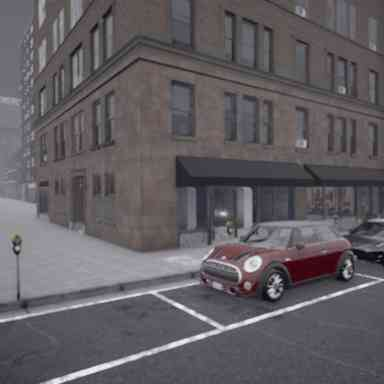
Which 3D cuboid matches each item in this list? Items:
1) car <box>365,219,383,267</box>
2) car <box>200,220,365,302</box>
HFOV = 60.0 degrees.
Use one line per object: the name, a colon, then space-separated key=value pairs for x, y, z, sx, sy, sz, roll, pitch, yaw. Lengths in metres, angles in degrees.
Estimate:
car: x=6.639 y=1.616 z=11.408 sx=4.313 sy=1.339 sz=1.947 roll=0 pitch=-1 yaw=-36
car: x=2.159 y=1.467 z=8.208 sx=4.097 sy=1.590 sz=1.967 roll=0 pitch=-1 yaw=-36
